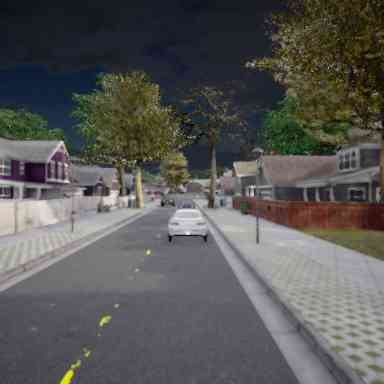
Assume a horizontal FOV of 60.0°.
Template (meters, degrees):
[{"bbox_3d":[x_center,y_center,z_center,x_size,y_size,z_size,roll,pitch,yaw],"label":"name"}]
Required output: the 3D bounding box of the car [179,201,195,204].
[{"bbox_3d":[-0.586,1.637,38.290,1.895,1.301,4.718,0,0,-1],"label":"car"}]

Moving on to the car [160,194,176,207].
[{"bbox_3d":[-3.673,1.294,51.928,2.150,2.045,5.566,0,-1,-1],"label":"car"}]

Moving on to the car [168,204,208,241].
[{"bbox_3d":[-0.218,1.531,16.702,1.812,1.442,4.674,0,0,-1],"label":"car"}]
